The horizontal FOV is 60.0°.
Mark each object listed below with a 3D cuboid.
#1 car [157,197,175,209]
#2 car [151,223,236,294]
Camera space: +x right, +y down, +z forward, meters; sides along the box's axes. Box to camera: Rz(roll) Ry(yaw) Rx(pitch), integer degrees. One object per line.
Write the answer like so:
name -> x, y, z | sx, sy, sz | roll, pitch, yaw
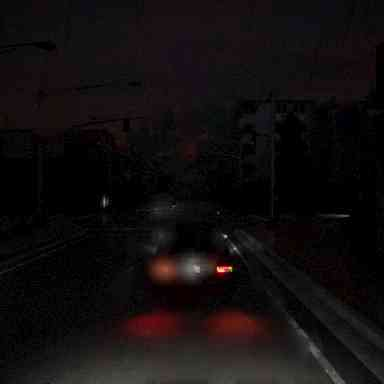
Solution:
car -> -3.708, 1.526, 46.051 | 1.812, 1.442, 4.674 | 0, 0, 0
car -> 0.039, 1.547, 8.939 | 2.033, 1.411, 5.357 | 0, 0, 0
